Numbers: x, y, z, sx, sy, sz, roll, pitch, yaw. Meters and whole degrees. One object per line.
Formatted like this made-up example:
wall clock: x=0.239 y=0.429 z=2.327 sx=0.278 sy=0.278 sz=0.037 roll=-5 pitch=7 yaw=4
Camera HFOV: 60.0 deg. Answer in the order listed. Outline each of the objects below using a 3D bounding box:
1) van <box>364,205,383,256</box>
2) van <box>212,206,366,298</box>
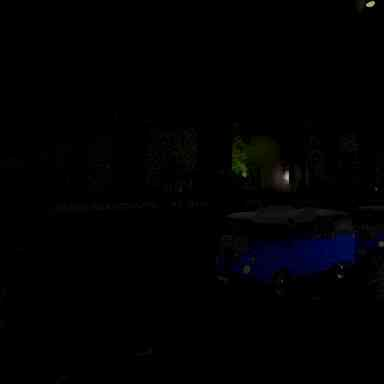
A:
van: x=6.970 y=1.338 z=11.525 sx=3.998 sy=1.788 sz=1.690 roll=0 pitch=0 yaw=-36
van: x=2.368 y=1.340 z=8.234 sx=3.998 sy=1.788 sz=1.690 roll=0 pitch=0 yaw=-36
